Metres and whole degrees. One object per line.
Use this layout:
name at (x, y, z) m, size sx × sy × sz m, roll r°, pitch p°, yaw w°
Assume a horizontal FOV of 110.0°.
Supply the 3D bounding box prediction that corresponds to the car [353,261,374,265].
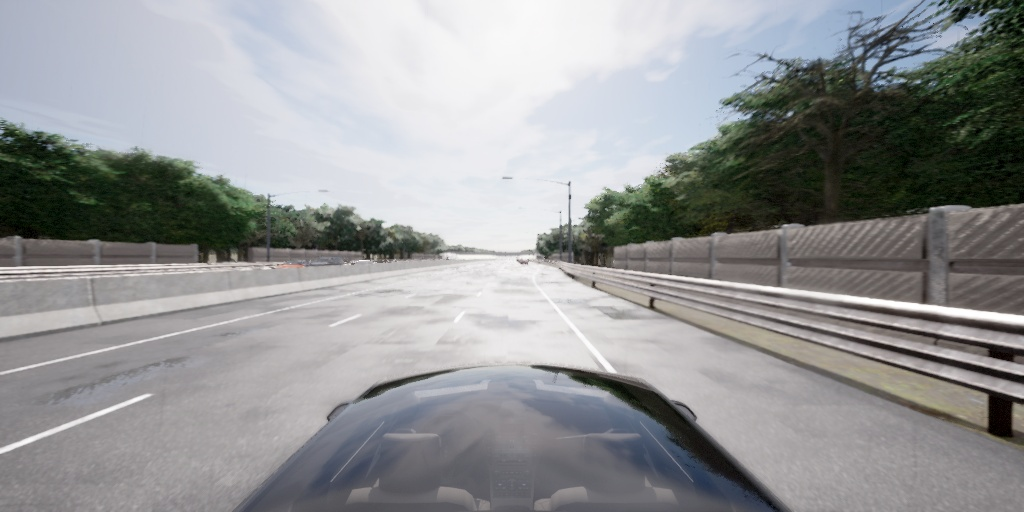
car at (-17.576, 1.383, 42.530) m, size 1.882 × 1.535 × 5.008 m, roll 0°, pitch 0°, yaw 0°

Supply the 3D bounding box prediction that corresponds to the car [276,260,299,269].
car at (-24.573, 1.250, 40.632) m, size 2.097 × 1.767 × 4.553 m, roll 0°, pitch 0°, yaw 0°

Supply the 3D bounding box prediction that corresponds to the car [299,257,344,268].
car at (-21.073, 1.117, 40.475) m, size 2.150 × 2.045 × 5.566 m, roll 0°, pitch 0°, yaw 0°
